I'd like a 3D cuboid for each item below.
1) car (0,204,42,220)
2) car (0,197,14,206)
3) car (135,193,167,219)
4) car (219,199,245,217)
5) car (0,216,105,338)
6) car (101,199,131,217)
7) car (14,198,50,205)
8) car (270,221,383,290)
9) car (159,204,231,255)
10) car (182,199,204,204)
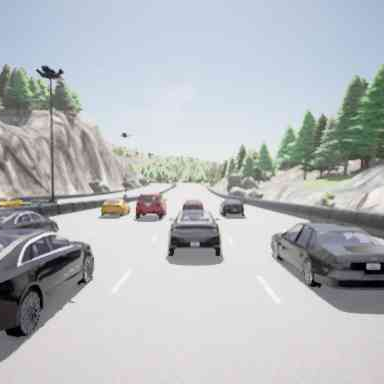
[{"bbox_3d":[-6.904,1.451,13.018,2.128,1.511,4.902,0,0,0],"label":"car"},{"bbox_3d":[-21.098,1.361,37.705,1.882,1.535,5.008,0,0,0],"label":"car"},{"bbox_3d":[-3.408,1.133,28.327,2.150,2.045,5.566,0,0,0],"label":"car"},{"bbox_3d":[3.593,1.383,30.531,1.882,1.535,5.008,0,0,0],"label":"car"},{"bbox_3d":[-3.403,1.471,6.549,2.128,1.511,4.902,0,0,0],"label":"car"},{"bbox_3d":[-6.907,1.383,30.473,1.882,1.535,5.008,0,0,0],"label":"car"},{"bbox_3d":[-17.600,1.485,37.511,1.895,1.301,4.718,0,0,0],"label":"car"},{"bbox_3d":[3.597,1.519,9.110,2.033,1.411,5.357,0,0,0],"label":"car"},{"bbox_3d":[0.096,1.451,13.027,2.128,1.511,4.902,0,0,0],"label":"car"},{"bbox_3d":[0.093,1.383,30.514,1.882,1.535,5.008,0,0,0],"label":"car"}]
